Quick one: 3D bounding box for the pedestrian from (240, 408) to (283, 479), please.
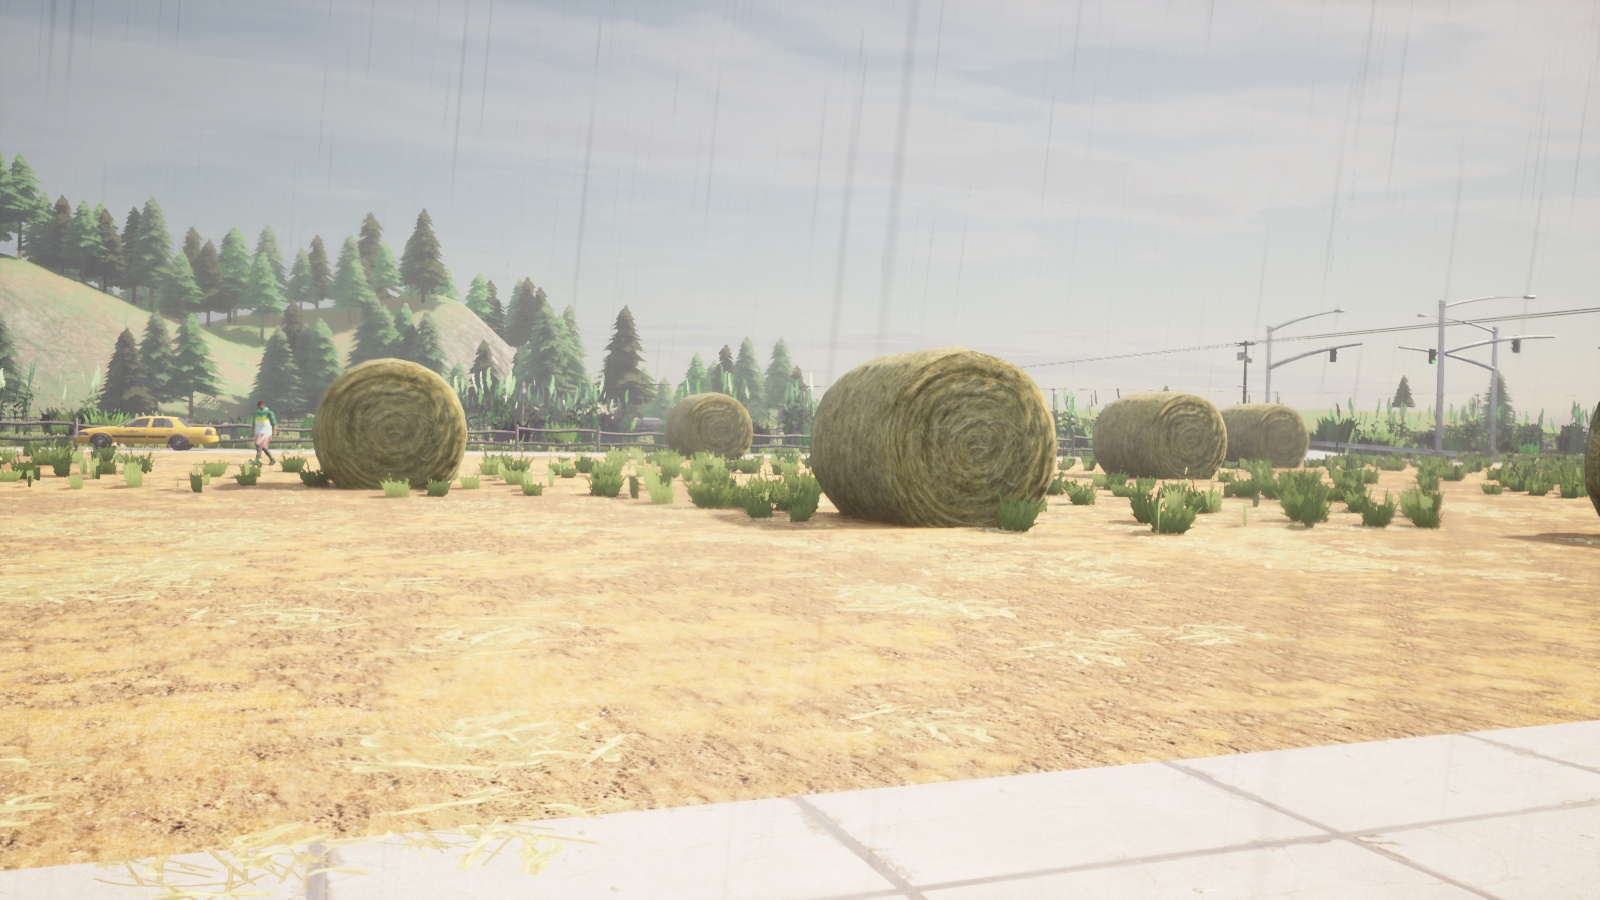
[{"bbox_3d":[-15.084,-0.181,35.171,0.659,1.952,0.873,0,1,24],"label":"pedestrian"}]

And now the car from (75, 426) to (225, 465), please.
[{"bbox_3d":[-27.303,-0.201,52.942,5.366,1.575,1.801,-1,1,-17],"label":"car"}]
